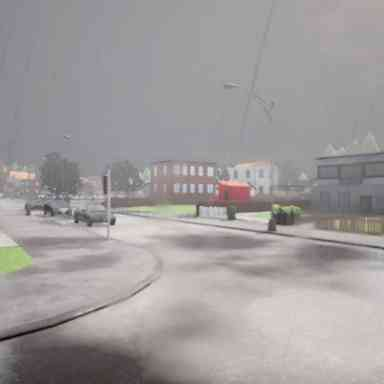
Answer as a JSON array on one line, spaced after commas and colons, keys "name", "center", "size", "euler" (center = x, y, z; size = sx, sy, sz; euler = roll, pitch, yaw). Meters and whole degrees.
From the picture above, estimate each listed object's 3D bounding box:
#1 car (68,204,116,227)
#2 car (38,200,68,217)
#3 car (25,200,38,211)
[{"name": "car", "center": [-7.033, 1.581, 23.732], "size": [1.812, 1.442, 4.674], "euler": [0, 0, -36]}, {"name": "car", "center": [-13.062, 1.550, 32.205], "size": [2.128, 1.511, 4.902], "euler": [0, 0, -35]}, {"name": "car", "center": [-19.286, 1.625, 41.029], "size": [1.994, 1.385, 4.181], "euler": [0, 0, -35]}]
